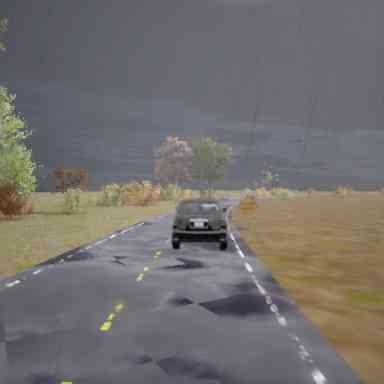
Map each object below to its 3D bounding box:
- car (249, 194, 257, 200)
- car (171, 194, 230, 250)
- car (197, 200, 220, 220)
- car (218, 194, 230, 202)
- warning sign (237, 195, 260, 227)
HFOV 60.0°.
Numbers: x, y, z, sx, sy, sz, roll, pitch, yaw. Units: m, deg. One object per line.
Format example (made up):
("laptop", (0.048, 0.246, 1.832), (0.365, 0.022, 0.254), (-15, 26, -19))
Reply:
("car", (16.693, 1.269, 92.730), (2.097, 1.767, 4.553), (0, 0, 19))
("car", (0.391, 1.256, 14.584), (2.150, 2.045, 5.566), (0, 0, 3))
("car", (1.556, 1.524, 29.428), (1.812, 1.442, 4.674), (0, 0, 6))
("car", (7.415, 1.281, 76.472), (2.097, 1.767, 4.553), (0, 0, 15))
("warning sign", (3.384, 1.110, 20.037), (1.300, 1.860, 1.060), (0, 0, 4))
